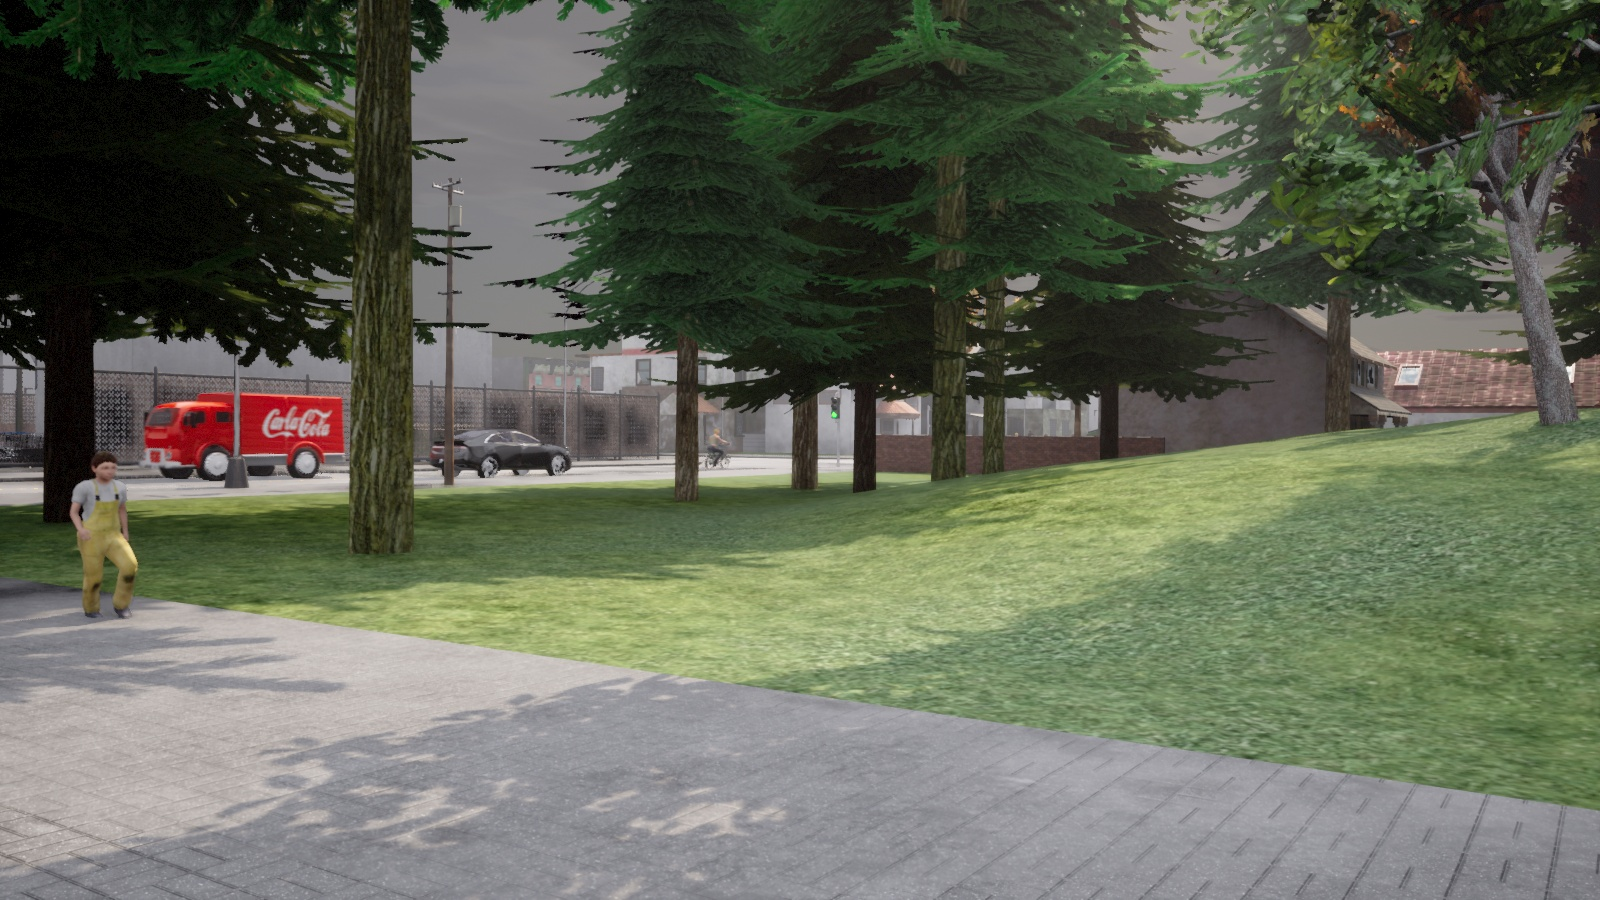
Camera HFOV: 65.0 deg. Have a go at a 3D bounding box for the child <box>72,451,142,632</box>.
[{"bbox_3d":[-4.978,0.643,9.022,0.437,1.263,0.270,0,1,38],"label":"child"}]

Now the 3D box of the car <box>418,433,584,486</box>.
[{"bbox_3d":[-9.228,0.237,39.181,2.128,1.511,4.902,0,1,34],"label":"car"}]

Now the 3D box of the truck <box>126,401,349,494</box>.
[{"bbox_3d":[-16.051,-0.103,36.121,2.627,2.467,5.204,0,1,34],"label":"truck"}]

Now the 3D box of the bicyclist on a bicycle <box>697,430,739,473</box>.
[{"bbox_3d":[-3.151,0.036,48.352,0.866,1.612,1.509,0,1,33],"label":"bicyclist on a bicycle"}]
